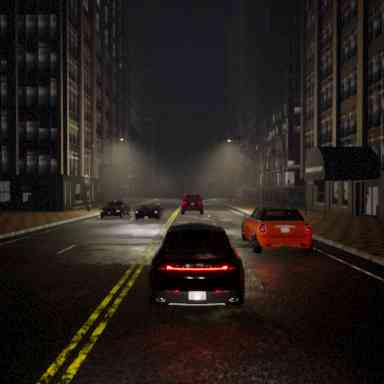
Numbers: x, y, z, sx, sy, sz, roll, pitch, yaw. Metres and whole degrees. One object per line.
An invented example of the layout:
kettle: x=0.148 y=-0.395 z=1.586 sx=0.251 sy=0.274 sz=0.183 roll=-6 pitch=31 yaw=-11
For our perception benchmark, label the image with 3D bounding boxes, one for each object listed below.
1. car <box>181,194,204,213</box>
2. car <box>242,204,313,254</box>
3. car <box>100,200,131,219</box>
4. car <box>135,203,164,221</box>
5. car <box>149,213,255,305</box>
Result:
car: x=0.035 y=1.194 z=33.684 sx=2.150 sy=2.045 sz=5.566 roll=0 pitch=0 yaw=0
car: x=3.304 y=1.345 z=13.708 sx=2.097 sy=1.767 sz=4.553 roll=0 pitch=0 yaw=2
car: x=-6.621 y=1.485 z=29.090 sx=1.837 sy=1.490 sz=4.892 roll=0 pitch=-1 yaw=0
car: x=-3.378 y=1.582 z=26.857 sx=1.895 sy=1.301 sz=4.718 roll=0 pitch=0 yaw=0
car: x=0.084 y=1.501 z=8.029 sx=1.837 sy=1.490 sz=4.892 roll=0 pitch=0 yaw=0
